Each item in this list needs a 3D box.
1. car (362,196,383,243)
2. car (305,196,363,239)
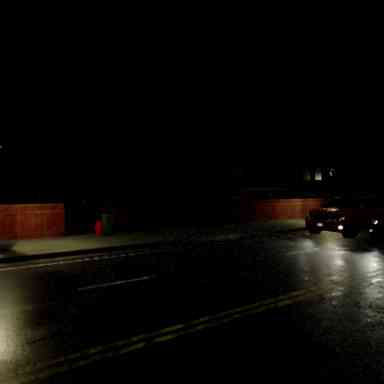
[{"bbox_3d":[10.299,1.218,15.016,5.566,2.045,2.150,0,0,-35],"label":"car"},{"bbox_3d":[8.429,1.218,17.674,5.566,2.045,2.150,0,0,-35],"label":"car"}]
